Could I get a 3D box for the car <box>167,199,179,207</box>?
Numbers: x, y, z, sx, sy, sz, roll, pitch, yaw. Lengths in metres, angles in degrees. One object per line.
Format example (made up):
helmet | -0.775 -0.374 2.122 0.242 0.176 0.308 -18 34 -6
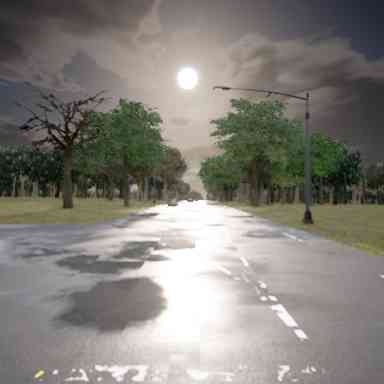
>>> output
car | -3.590 2.099 62.468 1.837 1.490 4.892 0 0 0
